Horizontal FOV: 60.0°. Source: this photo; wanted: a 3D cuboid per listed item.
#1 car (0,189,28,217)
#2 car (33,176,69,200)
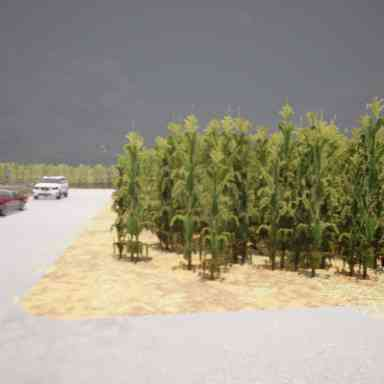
[{"bbox_3d":[-10.592,0.541,18.147,1.895,1.301,4.718,1,2,-11],"label":"car"},{"bbox_3d":[-12.888,-0.434,30.760,2.150,2.045,5.566,1,3,-10],"label":"car"}]
